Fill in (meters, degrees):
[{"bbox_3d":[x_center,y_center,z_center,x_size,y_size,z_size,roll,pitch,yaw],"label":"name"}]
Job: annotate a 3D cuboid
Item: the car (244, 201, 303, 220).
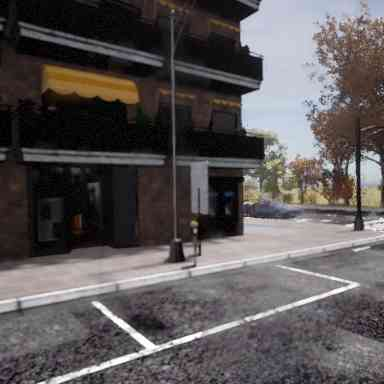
[{"bbox_3d":[6.753,1.493,28.413,2.033,1.411,5.357,-1,1,-37],"label":"car"}]
